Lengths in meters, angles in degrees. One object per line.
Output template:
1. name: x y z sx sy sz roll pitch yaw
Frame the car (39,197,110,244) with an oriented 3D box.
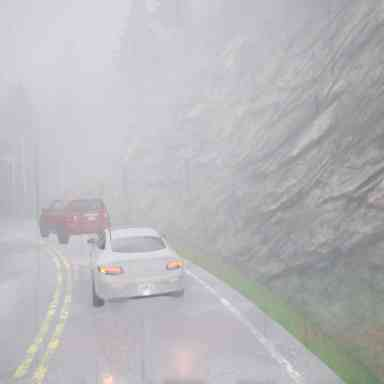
1. car: -6.013 1.298 16.708 2.150 2.045 5.566 -3 1 -37

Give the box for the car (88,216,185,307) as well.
1. car: -1.497 1.531 8.077 1.812 1.442 4.674 -1 0 -17
